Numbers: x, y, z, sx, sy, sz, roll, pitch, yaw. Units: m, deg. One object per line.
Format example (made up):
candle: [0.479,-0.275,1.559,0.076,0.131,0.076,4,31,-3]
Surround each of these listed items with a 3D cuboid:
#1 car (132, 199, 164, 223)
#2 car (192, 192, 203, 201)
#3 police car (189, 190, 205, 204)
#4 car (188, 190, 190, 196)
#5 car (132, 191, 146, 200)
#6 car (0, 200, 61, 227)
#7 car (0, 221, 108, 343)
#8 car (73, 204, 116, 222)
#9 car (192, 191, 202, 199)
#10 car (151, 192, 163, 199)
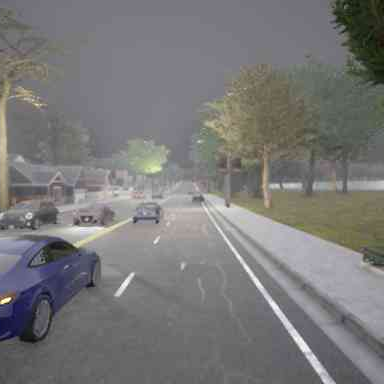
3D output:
car: [-3.159,1.473,24.685,2.033,1.411,5.357,0,1,0]
car: [0.951,0.739,61.572,1.837,1.490,4.892,0,1,0]
police car: [0.955,0.881,51.682,1.930,1.638,5.238,0,1,0]
car: [-0.032,0.187,85.029,1.882,1.535,5.008,0,1,0]
car: [-9.801,0.588,61.516,2.097,1.767,4.553,0,1,0]
car: [-9.856,1.314,20.404,2.097,1.767,4.553,0,0,0]
car: [-3.151,1.531,6.306,1.812,1.442,4.674,0,0,0]
car: [-6.606,1.506,22.881,1.994,1.385,4.181,0,1,0]
car: [0.949,0.617,67.572,1.837,1.490,4.892,0,1,0]
car: [-6.550,0.676,63.252,1.882,1.535,5.008,0,1,1]
